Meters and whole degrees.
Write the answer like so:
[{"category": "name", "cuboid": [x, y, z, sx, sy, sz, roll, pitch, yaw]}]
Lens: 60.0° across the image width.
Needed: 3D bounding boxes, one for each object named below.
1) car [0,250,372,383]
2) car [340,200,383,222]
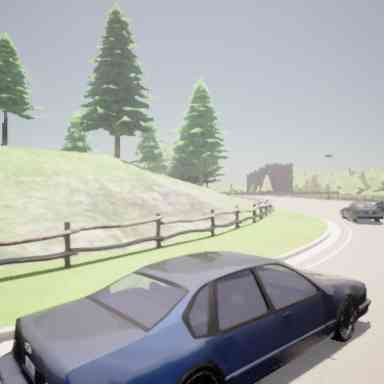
[{"category": "car", "cuboid": [0.486, 1.561, 4.564, 5.357, 1.411, 2.033, 0, 0, -41]}, {"category": "car", "cuboid": [12.993, 1.521, 25.755, 2.033, 1.411, 5.357, 0, 0, 11]}]
